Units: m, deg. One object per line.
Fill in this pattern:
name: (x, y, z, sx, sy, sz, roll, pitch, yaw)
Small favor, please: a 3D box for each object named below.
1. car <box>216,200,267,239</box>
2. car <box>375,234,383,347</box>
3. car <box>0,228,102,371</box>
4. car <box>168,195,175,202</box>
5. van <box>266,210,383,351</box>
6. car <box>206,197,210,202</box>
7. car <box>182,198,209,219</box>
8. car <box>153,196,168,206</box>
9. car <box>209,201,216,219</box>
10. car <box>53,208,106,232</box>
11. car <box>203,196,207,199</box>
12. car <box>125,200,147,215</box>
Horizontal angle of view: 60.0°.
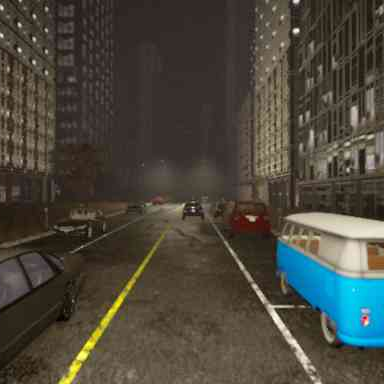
car: (2.699, 1.321, 17.290, 2.192, 1.841, 5.009, 1, 0, 0)
car: (2.701, 1.315, 0.365, 2.192, 1.841, 5.009, 1, 0, 0)
car: (-3.049, 1.549, 4.532, 2.033, 1.411, 5.357, 0, 0, 0)
car: (-5.691, 1.533, 79.166, 1.752, 1.417, 4.829, 1, 0, 0)
van: (2.700, 1.343, 6.007, 1.690, 1.788, 3.998, 1, 0, 0)
car: (2.695, 1.535, 34.383, 1.752, 1.417, 4.829, 1, 0, 0)
car: (0.099, 1.556, 29.052, 2.033, 1.411, 5.357, 0, 0, 0)
car: (-5.688, 1.555, 56.765, 1.887, 1.381, 4.507, 1, 0, 0)
car: (2.695, 1.591, 28.572, 1.802, 1.307, 4.206, 1, 0, 0)
car: (-5.684, 1.556, 17.265, 2.008, 1.369, 4.403, 1, 0, 0)
car: (2.691, 1.560, 68.062, 2.008, 1.369, 4.403, 1, 0, 0)
car: (-5.686, 1.560, 34.194, 2.008, 1.369, 4.403, 1, 0, 0)
